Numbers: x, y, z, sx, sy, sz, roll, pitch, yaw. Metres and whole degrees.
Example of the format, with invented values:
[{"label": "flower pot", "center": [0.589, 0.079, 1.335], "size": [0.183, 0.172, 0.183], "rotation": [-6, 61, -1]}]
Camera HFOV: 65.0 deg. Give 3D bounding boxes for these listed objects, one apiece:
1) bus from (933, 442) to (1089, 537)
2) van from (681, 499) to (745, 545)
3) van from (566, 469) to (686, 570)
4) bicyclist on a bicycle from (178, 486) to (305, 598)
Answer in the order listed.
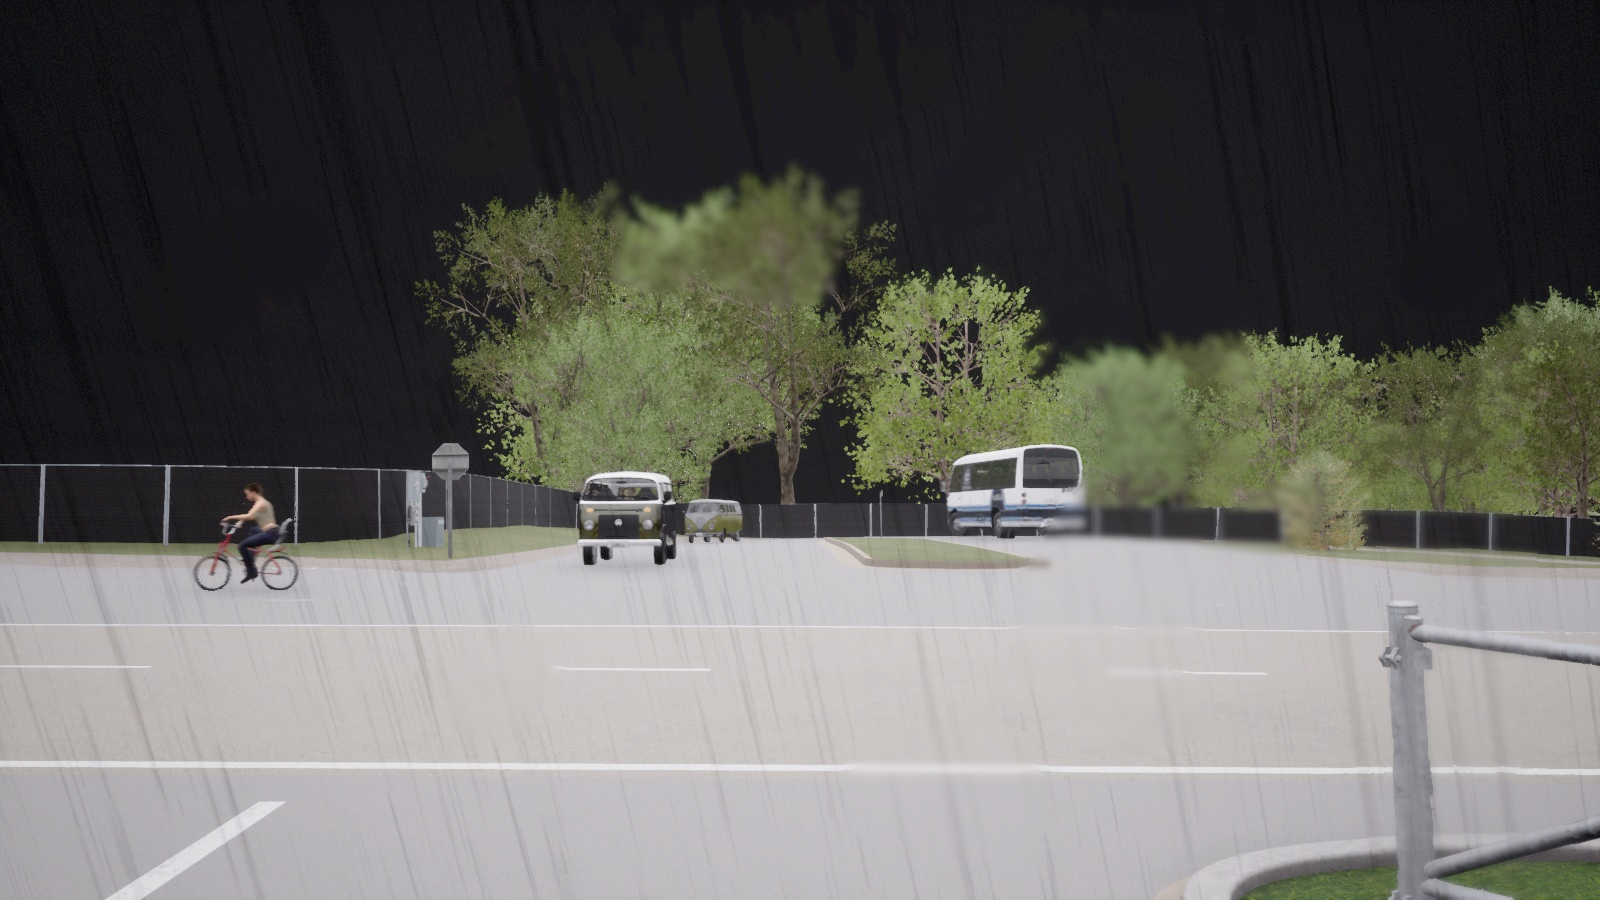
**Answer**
[{"label": "bus", "center": [10.095, 2.107, 61.799], "size": [3.944, 4.253, 10.273], "rotation": [1, -4, -13]}, {"label": "van", "center": [-3.968, 3.311, 57.859], "size": [1.775, 1.987, 4.442], "rotation": [-2, -3, 12]}, {"label": "van", "center": [-3.767, 1.521, 27.958], "size": [2.069, 2.038, 4.480], "rotation": [-1, -3, -1]}, {"label": "bicyclist on a bicycle", "center": [-8.272, 1.358, 18.668], "size": [1.509, 1.612, 0.866], "rotation": [0, -4, -7]}]
